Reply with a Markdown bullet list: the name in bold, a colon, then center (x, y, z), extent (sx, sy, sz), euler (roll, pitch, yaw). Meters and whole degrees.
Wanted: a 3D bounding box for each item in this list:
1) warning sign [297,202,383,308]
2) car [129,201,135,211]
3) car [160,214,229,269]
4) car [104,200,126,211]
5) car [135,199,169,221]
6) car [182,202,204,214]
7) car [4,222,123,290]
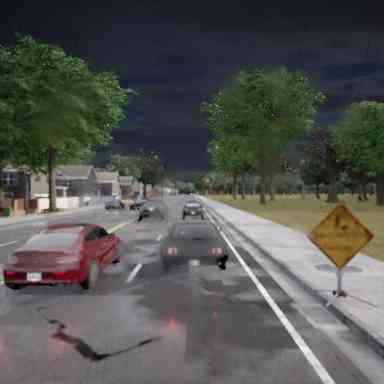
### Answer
- **warning sign**: center (2.851, 1.130, 6.435), extent (1.300, 1.860, 1.060), euler (0, 0, 0)
- **car**: center (-6.585, 1.696, 41.531), extent (1.895, 1.301, 4.718), euler (0, 0, 0)
- **car**: center (0.083, 1.627, 11.201), extent (1.895, 1.301, 4.718), euler (0, 0, 0)
- **car**: center (-9.828, 1.662, 42.723), extent (1.994, 1.385, 4.181), euler (0, 0, 0)
- **car**: center (-3.159, 1.416, 28.103), extent (2.097, 1.767, 4.553), euler (0, 0, 0)
- **car**: center (0.098, 1.595, 30.370), extent (1.812, 1.442, 4.674), euler (0, 0, 0)
- **car**: center (-3.180, 1.547, 9.013), extent (1.812, 1.442, 4.674), euler (0, 0, 0)
